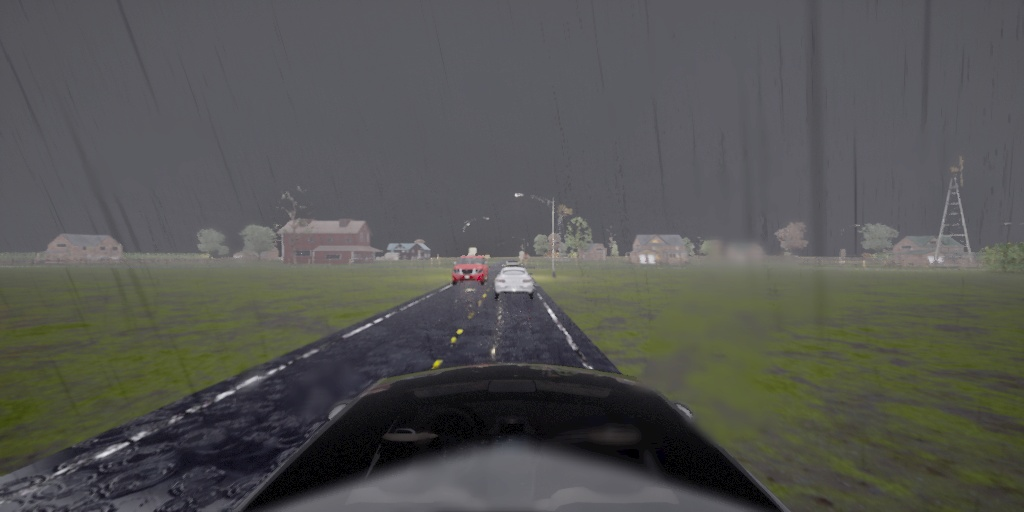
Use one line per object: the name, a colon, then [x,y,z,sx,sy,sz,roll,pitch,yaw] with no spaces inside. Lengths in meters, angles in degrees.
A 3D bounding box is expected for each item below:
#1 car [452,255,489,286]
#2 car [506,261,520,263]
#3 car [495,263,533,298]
car: [-2.857,0.964,25.577,2.150,2.045,5.566,0,0,0]
car: [0.086,1.241,36.369,1.837,1.490,4.892,0,0,0]
car: [0.091,1.271,18.273,1.812,1.442,4.674,0,0,0]
